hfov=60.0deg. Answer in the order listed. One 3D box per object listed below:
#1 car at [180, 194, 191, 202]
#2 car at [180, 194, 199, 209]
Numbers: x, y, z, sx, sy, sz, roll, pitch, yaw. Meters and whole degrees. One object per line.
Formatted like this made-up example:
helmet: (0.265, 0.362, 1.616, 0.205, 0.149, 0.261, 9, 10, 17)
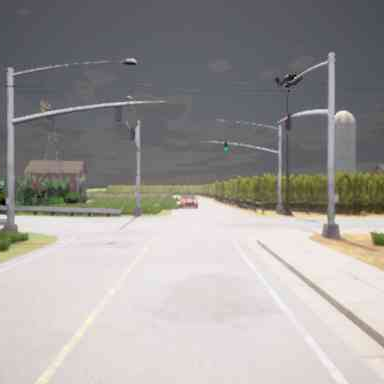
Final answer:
car: (-1.287, 1.117, 60.863, 1.895, 1.301, 4.718, 0, 0, -3)
car: (-0.334, 1.051, 39.471, 2.097, 1.767, 4.553, 0, 0, -3)
